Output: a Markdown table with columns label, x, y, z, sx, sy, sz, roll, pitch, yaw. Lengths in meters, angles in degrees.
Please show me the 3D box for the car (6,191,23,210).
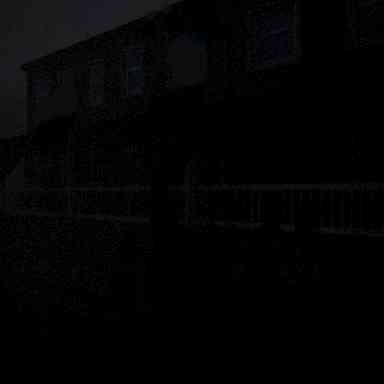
| label | x | y | z | sx | sy | sz | roll | pitch | yaw |
| --- | --- | --- | --- | --- | --- | --- | --- | --- | --- |
| car | -15.236 | 0.769 | 28.084 | 2.097 | 1.767 | 4.553 | 0 | 15 | 34 |
